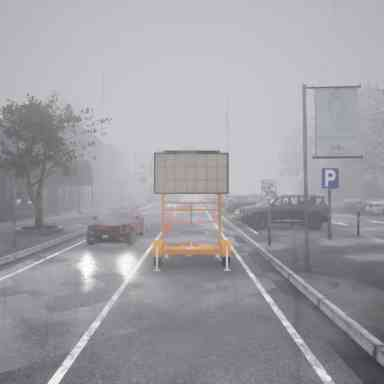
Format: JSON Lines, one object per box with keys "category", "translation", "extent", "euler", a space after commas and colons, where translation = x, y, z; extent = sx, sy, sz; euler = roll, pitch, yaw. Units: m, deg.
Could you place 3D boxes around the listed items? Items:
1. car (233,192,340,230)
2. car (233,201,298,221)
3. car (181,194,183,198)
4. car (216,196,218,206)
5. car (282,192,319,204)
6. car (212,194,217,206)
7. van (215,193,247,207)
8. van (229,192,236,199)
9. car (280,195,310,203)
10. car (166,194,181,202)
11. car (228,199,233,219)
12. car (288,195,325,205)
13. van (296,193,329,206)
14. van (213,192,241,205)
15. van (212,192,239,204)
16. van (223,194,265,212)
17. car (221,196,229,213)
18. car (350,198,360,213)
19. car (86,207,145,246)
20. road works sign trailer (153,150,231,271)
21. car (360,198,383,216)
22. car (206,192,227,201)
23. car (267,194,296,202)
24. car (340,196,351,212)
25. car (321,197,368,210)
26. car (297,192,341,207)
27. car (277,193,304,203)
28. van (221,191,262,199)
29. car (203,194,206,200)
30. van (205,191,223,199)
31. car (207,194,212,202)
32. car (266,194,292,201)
{"category": "car", "translation": [5.666, 1.209, 20.585], "extent": [5.566, 2.045, 2.435], "euler": [0, 0, 0]}
{"category": "car", "translation": [5.678, 1.490, 26.192], "extent": [4.674, 1.452, 2.002], "euler": [0, 0, 0]}
{"category": "car", "translation": [-3.432, 1.079, 90.593], "extent": [1.895, 1.301, 4.718], "euler": [0, 1, 0]}
{"category": "car", "translation": [5.657, 1.443, 40.211], "extent": [4.792, 1.488, 2.163], "euler": [0, 0, 0]}
{"category": "car", "translation": [18.678, 1.019, 57.587], "extent": [5.566, 2.045, 2.435], "euler": [0, 1, 0]}
{"category": "car", "translation": [5.616, 1.378, 45.821], "extent": [4.892, 1.521, 2.231], "euler": [0, 0, 0]}
{"category": "van", "translation": [5.716, 1.130, 48.627], "extent": [4.442, 1.987, 1.878], "euler": [0, 0, 0]}
{"category": "van", "translation": [5.783, 1.219, 28.995], "extent": [4.442, 1.987, 1.878], "euler": [0, 0, 0]}
{"category": "car", "translation": [18.611, 1.273, 60.365], "extent": [4.792, 1.488, 2.163], "euler": [0, 1, 0]}
{"category": "car", "translation": [-3.448, 1.270, 57.893], "extent": [2.128, 1.511, 4.902], "euler": [0, 0, 0]}
{"category": "car", "translation": [5.500, 1.452, 23.388], "extent": [5.366, 1.575, 1.946], "euler": [0, 0, 0]}
{"category": "car", "translation": [18.845, 1.295, 54.814], "extent": [5.366, 1.575, 1.946], "euler": [0, 1, 0]}
{"category": "van", "translation": [18.785, 1.099, 52.037], "extent": [4.442, 1.987, 1.878], "euler": [0, 1, 0]}
{"category": "van", "translation": [5.697, 1.076, 54.232], "extent": [4.442, 1.987, 1.878], "euler": [0, 1, 0]}
{"category": "van", "translation": [5.688, 1.049, 57.035], "extent": [4.442, 1.987, 1.878], "euler": [0, 1, 0]}
{"category": "van", "translation": [5.754, 1.198, 37.407], "extent": [4.442, 1.987, 1.878], "euler": [0, 0, 0]}
{"category": "car", "translation": [5.651, 1.440, 31.798], "extent": [5.008, 1.535, 2.097], "euler": [0, 0, 0]}
{"category": "car", "translation": [18.728, 1.441, 32.601], "extent": [4.892, 1.521, 2.231], "euler": [0, 0, 0]}
{"category": "car", "translation": [-3.380, 1.462, 15.469], "extent": [1.882, 1.535, 5.008], "euler": [0, 0, 0]}
{"category": "road works sign trailer", "translation": [-0.026, 0.458, 10.842], "extent": [2.380, 3.560, 2.880], "euler": [0, 0, -1]}
{"category": "car", "translation": [18.714, 1.193, 29.826], "extent": [5.566, 2.045, 2.435], "euler": [0, 0, 0]}
{"category": "car", "translation": [5.483, 0.986, 73.854], "extent": [4.553, 1.767, 2.185], "euler": [0, 1, 0]}
{"category": "car", "translation": [18.427, 1.160, 68.691], "extent": [5.366, 1.575, 1.946], "euler": [0, 1, 0]}
{"category": "car", "translation": [18.719, 1.432, 35.379], "extent": [5.008, 1.535, 2.097], "euler": [0, 0, 0]}
{"category": "car", "translation": [18.676, 1.441, 40.928], "extent": [4.792, 1.488, 2.163], "euler": [0, 0, 0]}
{"category": "car", "translation": [18.706, 1.100, 49.261], "extent": [5.566, 2.045, 2.435], "euler": [0, 1, 0]}
{"category": "car", "translation": [18.661, 1.091, 63.141], "extent": [4.553, 1.767, 2.185], "euler": [0, 1, 0]}
{"category": "van", "translation": [5.531, 1.208, 34.605], "extent": [4.442, 1.987, 1.878], "euler": [0, 0, 0]}
{"category": "car", "translation": [5.505, 0.915, 68.247], "extent": [5.566, 2.045, 2.435], "euler": [0, 1, 0]}
{"category": "van", "translation": [5.370, 0.805, 82.263], "extent": [4.442, 1.987, 1.878], "euler": [0, 1, 0]}
{"category": "car", "translation": [5.562, 1.078, 51.427], "extent": [5.566, 2.045, 2.435], "euler": [0, 1, 0]}
{"category": "car", "translation": [18.608, 1.138, 71.468], "extent": [4.892, 1.521, 2.231], "euler": [0, 1, 0]}
